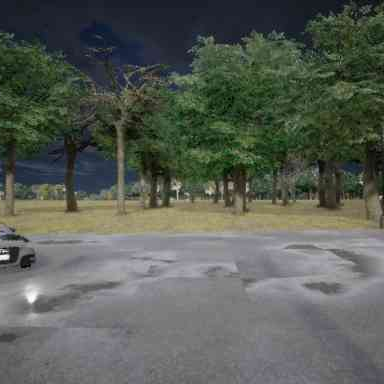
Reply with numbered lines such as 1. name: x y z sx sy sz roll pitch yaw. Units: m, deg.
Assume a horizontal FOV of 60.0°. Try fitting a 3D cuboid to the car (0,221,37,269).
1. car: -6.407 1.525 9.991 4.181 1.385 1.994 0 -1 41
